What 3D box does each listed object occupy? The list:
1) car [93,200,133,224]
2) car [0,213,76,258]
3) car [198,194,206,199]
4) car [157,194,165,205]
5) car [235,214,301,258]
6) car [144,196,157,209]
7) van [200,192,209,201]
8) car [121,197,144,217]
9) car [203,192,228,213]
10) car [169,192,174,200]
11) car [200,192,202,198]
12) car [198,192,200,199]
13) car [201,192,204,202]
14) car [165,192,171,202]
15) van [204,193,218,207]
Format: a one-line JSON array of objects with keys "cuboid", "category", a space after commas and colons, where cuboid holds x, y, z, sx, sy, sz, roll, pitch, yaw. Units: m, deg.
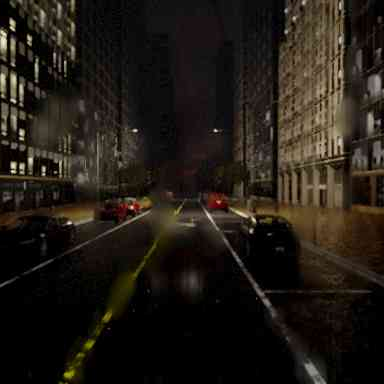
[{"cuboid": [-5.710, 1.464, 23.681, 1.802, 1.307, 4.206, -1, 0, 0], "category": "car"}, {"cuboid": [-5.704, 1.489, 12.314, 2.008, 1.369, 4.403, -1, 0, 0], "category": "car"}, {"cuboid": [2.637, 1.115, 86.205, 2.008, 1.369, 4.403, -1, 0, 0], "category": "car"}, {"cuboid": [-5.725, 1.306, 52.100, 1.947, 1.339, 4.313, -1, 0, 0], "category": "car"}, {"cuboid": [2.677, 1.489, 12.318, 2.008, 1.369, 4.403, -1, 0, 0], "category": "car"}, {"cuboid": [-5.719, 1.324, 40.562, 1.752, 1.417, 4.829, -1, 0, 0], "category": "car"}, {"cuboid": [2.644, 0.994, 69.153, 1.690, 1.788, 3.998, -1, 0, 0], "category": "van"}, {"cuboid": [-5.714, 1.294, 29.364, 1.967, 1.590, 4.097, -1, 0, 0], "category": "car"}, {"cuboid": [2.662, 1.141, 35.052, 2.192, 1.841, 5.009, -1, 0, 0], "category": "car"}, {"cuboid": [-5.738, 1.064, 74.833, 1.967, 1.590, 4.097, -1, 0, 0], "category": "car"}, {"cuboid": [2.655, 1.180, 52.103, 1.967, 1.590, 4.097, -1, 0, 0], "category": "car"}, {"cuboid": [2.648, 1.122, 63.471, 1.967, 1.590, 4.097, -1, 0, 0], "category": "car"}, {"cuboid": [2.659, 1.112, 40.736, 2.192, 1.841, 5.009, -1, 0, 0], "category": "car"}, {"cuboid": [-5.731, 1.233, 63.467, 2.008, 1.369, 4.403, -1, 0, 0], "category": "car"}, {"cuboid": [2.657, 1.110, 46.419, 1.690, 1.788, 3.998, -1, 0, 0], "category": "van"}]
